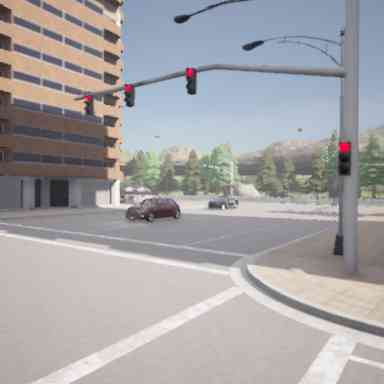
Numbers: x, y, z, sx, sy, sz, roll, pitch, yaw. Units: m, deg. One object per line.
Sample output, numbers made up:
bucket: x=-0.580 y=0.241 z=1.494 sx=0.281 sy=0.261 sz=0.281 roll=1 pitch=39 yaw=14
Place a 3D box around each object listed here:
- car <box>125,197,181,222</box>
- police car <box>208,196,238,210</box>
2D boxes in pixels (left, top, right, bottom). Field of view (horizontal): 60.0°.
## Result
car: x=-2.871 y=1.217 z=25.028 sx=2.097 sy=1.767 sz=4.553 roll=1 pitch=0 yaw=36
police car: x=3.720 y=1.255 z=39.947 sx=1.930 sy=1.638 sz=5.238 roll=1 pitch=0 yaw=36
